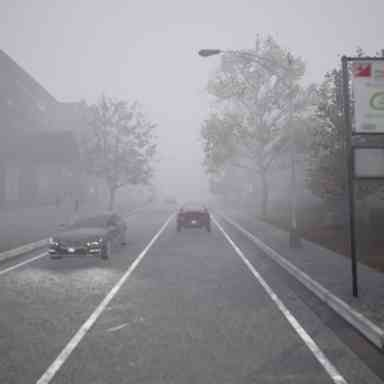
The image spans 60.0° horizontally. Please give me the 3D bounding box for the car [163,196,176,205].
[{"bbox_3d":[-3.598,1.334,54.195,1.882,1.535,5.008,0,0,0],"label":"car"}]

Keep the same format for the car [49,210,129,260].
[{"bbox_3d":[-3.608,1.472,12.379,1.837,1.490,4.892,0,0,0],"label":"car"}]

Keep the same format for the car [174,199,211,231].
[{"bbox_3d":[0.087,1.424,20.079,1.882,1.535,5.008,0,0,0],"label":"car"}]
